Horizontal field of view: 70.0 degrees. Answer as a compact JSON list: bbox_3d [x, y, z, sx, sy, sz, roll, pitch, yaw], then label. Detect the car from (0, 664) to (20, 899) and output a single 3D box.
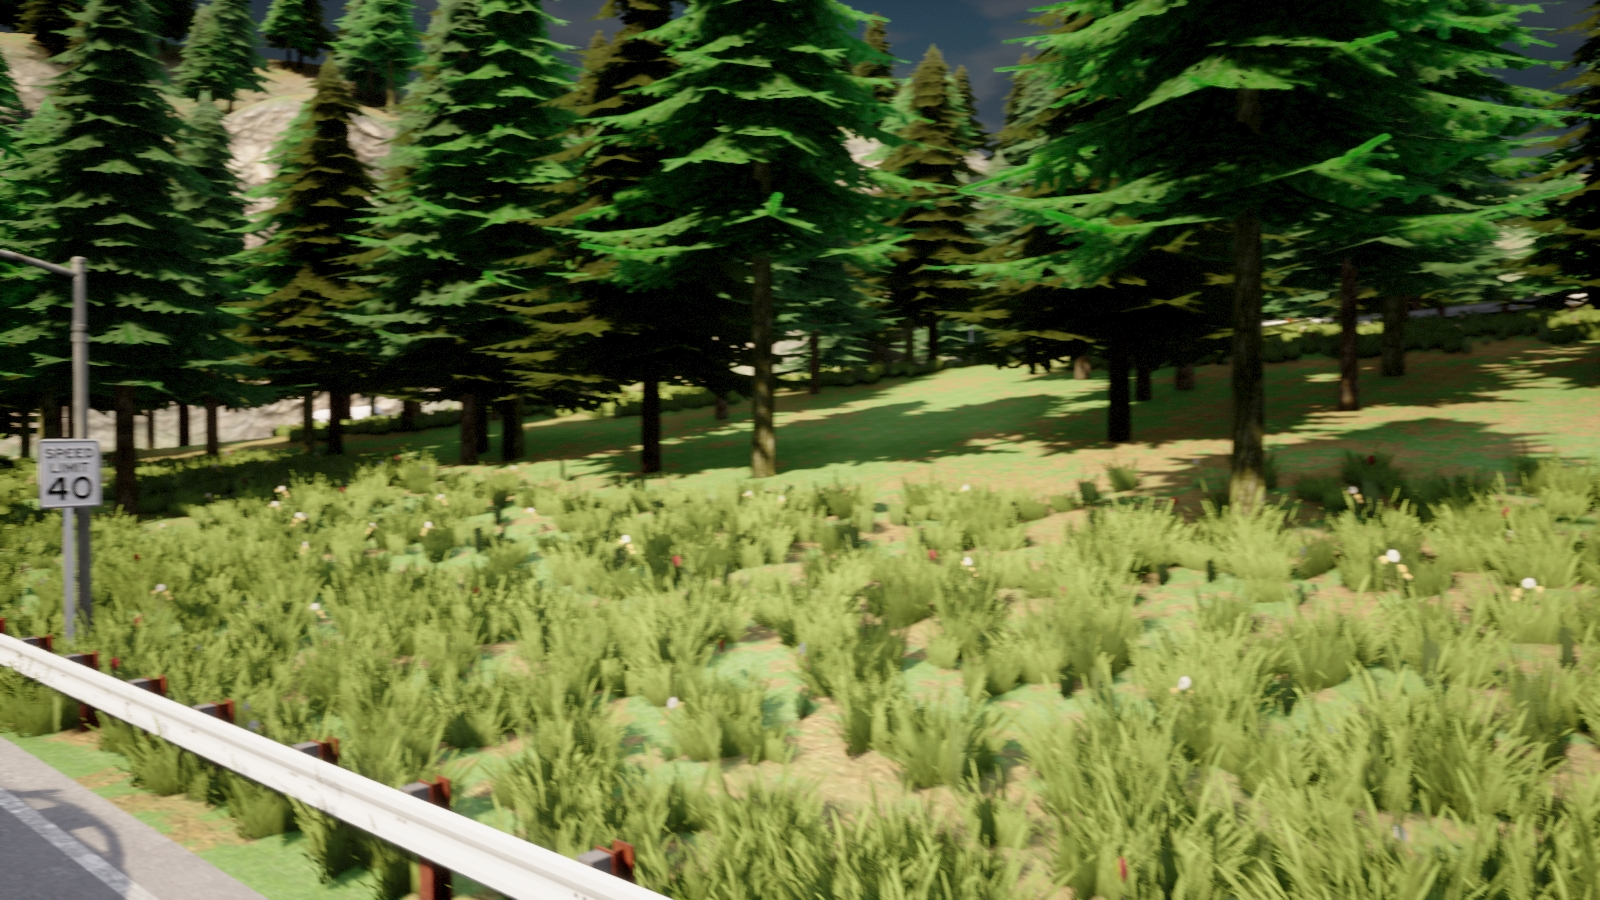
[{"bbox_3d":[-6.748,1.953,7.041,4.792,1.488,2.163,1,1,43],"label":"car"}]
